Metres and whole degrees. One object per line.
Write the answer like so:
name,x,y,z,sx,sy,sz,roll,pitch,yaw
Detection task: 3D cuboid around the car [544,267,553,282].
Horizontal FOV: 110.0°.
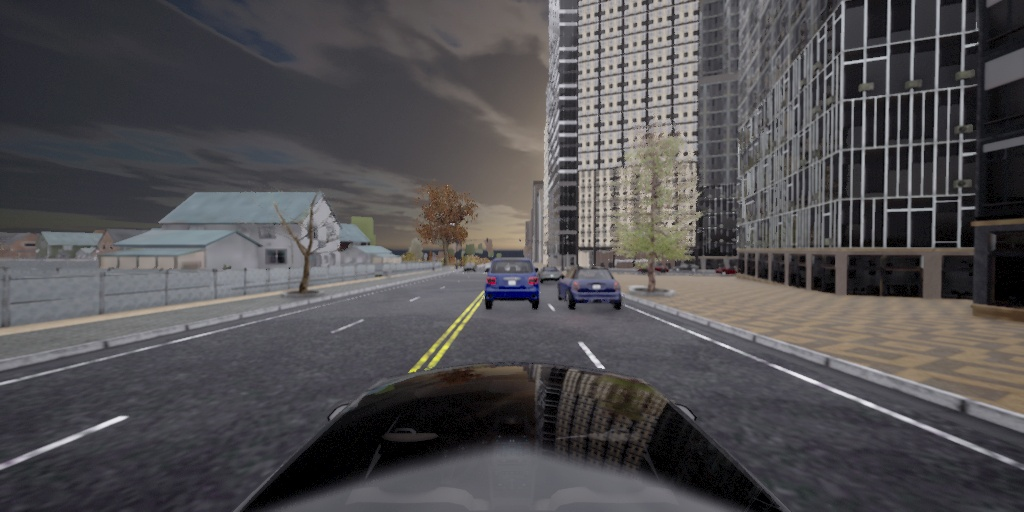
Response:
car,3.268,1.602,31.165,1.994,1.385,4.181,0,-1,0

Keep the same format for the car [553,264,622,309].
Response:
car,3.259,1.236,15.907,2.097,1.767,4.553,0,-1,0

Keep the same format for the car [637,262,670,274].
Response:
car,23.041,1.978,58.731,5.009,1.841,2.192,0,0,20

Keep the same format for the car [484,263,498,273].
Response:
car,-3.230,1.830,56.142,1.812,1.442,4.674,0,-1,0

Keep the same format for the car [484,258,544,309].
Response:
car,0.008,1.102,15.847,2.150,2.045,5.566,0,0,0

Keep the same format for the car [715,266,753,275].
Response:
car,33.685,2.258,54.827,4.507,1.381,1.888,0,0,20

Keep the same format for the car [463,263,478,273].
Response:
car,-6.479,1.817,56.237,1.837,1.490,4.892,0,-1,0
